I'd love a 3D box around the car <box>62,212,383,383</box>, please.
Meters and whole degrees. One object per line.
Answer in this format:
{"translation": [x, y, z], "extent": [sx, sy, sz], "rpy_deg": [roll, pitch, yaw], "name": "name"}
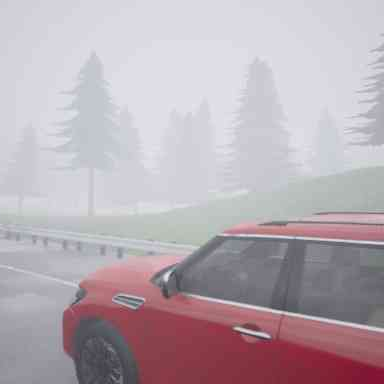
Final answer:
{"translation": [1.120, 1.222, 3.194], "extent": [5.566, 2.045, 2.150], "rpy_deg": [0, 0, 36], "name": "car"}
